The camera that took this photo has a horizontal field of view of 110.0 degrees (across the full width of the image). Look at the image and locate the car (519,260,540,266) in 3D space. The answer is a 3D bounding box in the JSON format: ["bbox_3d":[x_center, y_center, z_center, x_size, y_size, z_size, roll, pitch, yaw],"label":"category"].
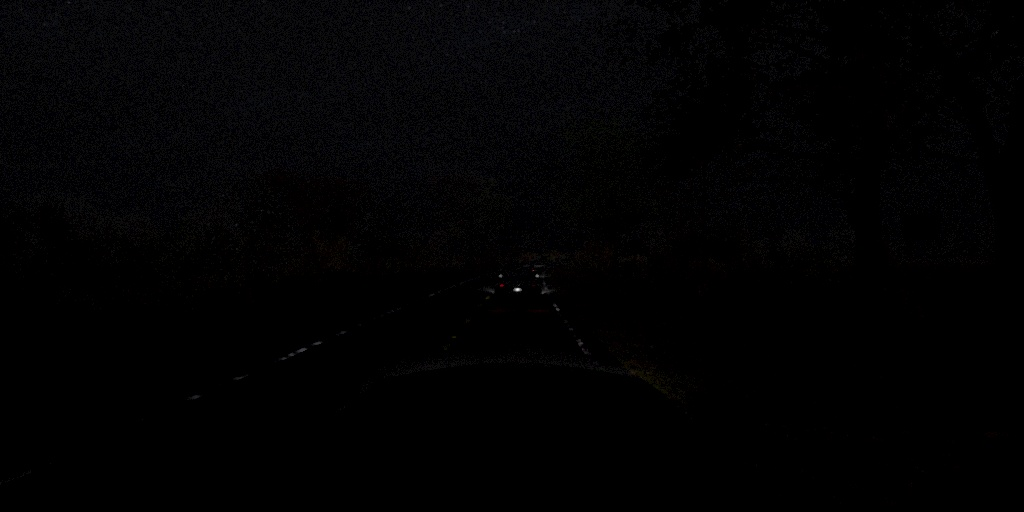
[{"bbox_3d":[1.229,1.319,31.314,1.994,1.385,4.181,0,0,5],"label":"car"}]

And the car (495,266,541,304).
[{"bbox_3d":[0.307,1.322,16.405,1.994,1.385,4.181,0,0,2],"label":"car"}]
